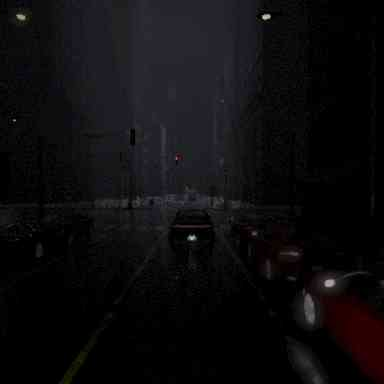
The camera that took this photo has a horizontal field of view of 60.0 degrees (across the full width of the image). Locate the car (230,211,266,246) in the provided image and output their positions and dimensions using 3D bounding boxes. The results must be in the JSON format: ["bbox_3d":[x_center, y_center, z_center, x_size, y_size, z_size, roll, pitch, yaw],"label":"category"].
[{"bbox_3d":[2.752,1.539,15.028,1.887,1.381,4.507,-1,0,0],"label":"car"}]

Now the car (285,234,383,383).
[{"bbox_3d":[2.752,1.541,4.017,1.887,1.381,4.507,-1,0,0],"label":"car"}]

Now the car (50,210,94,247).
[{"bbox_3d":[-5.773,1.539,15.028,1.887,1.381,4.507,-1,0,0],"label":"car"}]

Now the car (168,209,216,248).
[{"bbox_3d":[0.000,1.490,14.652,2.128,1.511,4.902,0,0,0],"label":"car"}]

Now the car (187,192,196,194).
[{"bbox_3d":[0.099,1.177,89.188,2.150,2.045,5.566,0,0,0],"label":"car"}]

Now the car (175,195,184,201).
[{"bbox_3d":[-2.920,1.456,80.404,1.812,1.442,4.674,0,0,0],"label":"car"}]

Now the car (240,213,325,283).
[{"bbox_3d":[2.752,1.540,9.523,1.887,1.381,4.507,-1,0,0],"label":"car"}]

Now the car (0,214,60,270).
[{"bbox_3d":[-5.773,1.546,9.523,2.008,1.369,4.403,-1,0,0],"label":"car"}]

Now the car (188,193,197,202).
[{"bbox_3d":[0.070,1.552,75.436,1.895,1.301,4.718,0,0,0],"label":"car"}]
